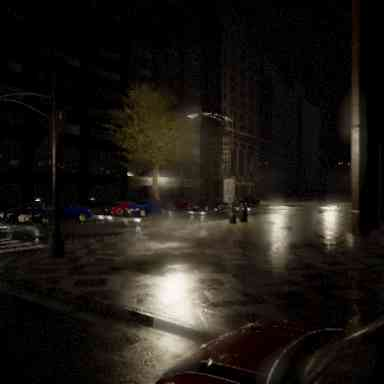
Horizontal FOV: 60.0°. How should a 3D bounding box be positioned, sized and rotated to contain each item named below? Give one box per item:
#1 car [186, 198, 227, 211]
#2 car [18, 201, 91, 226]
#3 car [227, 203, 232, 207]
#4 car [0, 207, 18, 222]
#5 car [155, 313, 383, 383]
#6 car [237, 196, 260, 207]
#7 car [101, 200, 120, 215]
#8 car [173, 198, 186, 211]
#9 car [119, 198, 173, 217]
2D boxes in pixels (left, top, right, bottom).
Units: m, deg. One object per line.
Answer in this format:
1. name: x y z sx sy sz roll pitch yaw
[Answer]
1. car: 1.778 1.450 39.518 1.837 1.490 4.892 0 0 36
2. car: -9.447 1.512 23.720 1.812 1.442 4.674 0 0 37
3. car: 3.936 1.519 48.126 1.895 1.301 4.718 0 0 36
4. car: -12.062 1.479 25.633 1.837 1.490 4.892 0 0 37
5. car: 1.512 1.440 1.881 4.097 1.590 1.967 0 0 36
6. car: 8.398 1.426 48.749 1.837 1.490 4.892 0 1 36
7. car: -6.928 1.519 32.901 1.994 1.385 4.181 0 0 34
8. car: -1.921 1.463 39.923 1.812 1.442 4.674 0 0 36
9. car: -4.178 1.492 31.145 1.812 1.442 4.674 0 0 35
